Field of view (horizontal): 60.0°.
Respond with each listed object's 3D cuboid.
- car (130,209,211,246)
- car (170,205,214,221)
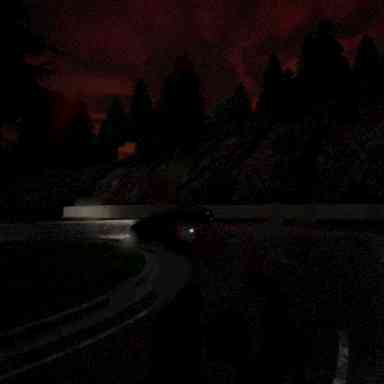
[{"bbox_3d":[-1.331,1.744,16.484,1.994,1.385,4.181,0,-1,-40],"label":"car"},{"bbox_3d":[-0.744,1.732,24.550,4.902,1.511,2.128,-1,-1,30],"label":"car"}]
